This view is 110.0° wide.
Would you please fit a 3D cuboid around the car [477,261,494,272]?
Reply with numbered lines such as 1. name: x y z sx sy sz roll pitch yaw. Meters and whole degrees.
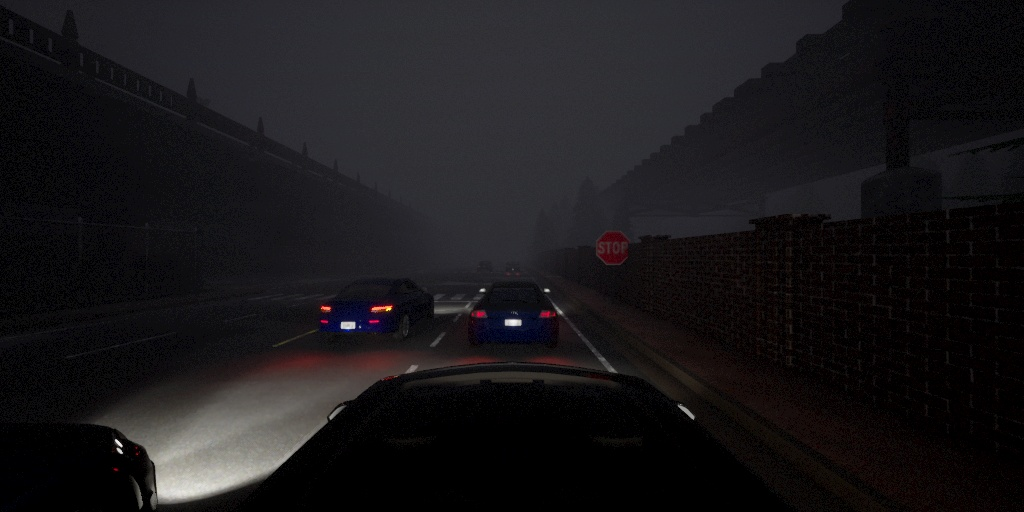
1. car: -3.413 1.297 45.889 2.033 1.411 5.357 0 0 -1

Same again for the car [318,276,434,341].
1. car: -3.416 1.276 9.759 1.812 1.442 4.674 0 0 0

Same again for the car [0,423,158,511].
1. car: -3.398 1.314 0.663 1.994 1.385 4.181 0 0 0

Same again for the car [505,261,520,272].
1. car: 0.082 1.351 46.056 1.895 1.301 4.718 0 0 -1

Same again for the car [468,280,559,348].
1. car: 0.066 1.314 9.238 1.994 1.385 4.181 0 0 1
